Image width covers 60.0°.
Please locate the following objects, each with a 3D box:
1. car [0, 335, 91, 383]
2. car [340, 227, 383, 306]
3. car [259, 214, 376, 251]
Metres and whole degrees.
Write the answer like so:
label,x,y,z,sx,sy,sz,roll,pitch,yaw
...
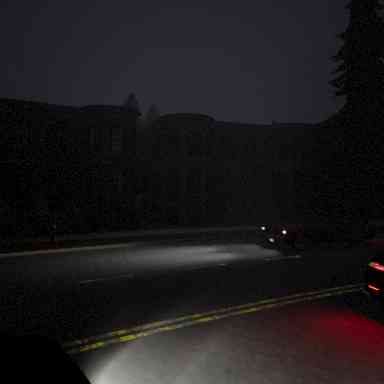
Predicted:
label,x,y,z,sx,sy,sz,roll,pitch,yaw
car,-3.077,1.547,1.388,5.357,1.411,2.033,0,0,-37
car,5.464,1.492,6.218,4.902,1.511,2.128,0,0,-24
car,5.228,1.601,13.920,4.718,1.301,1.895,0,0,-20
